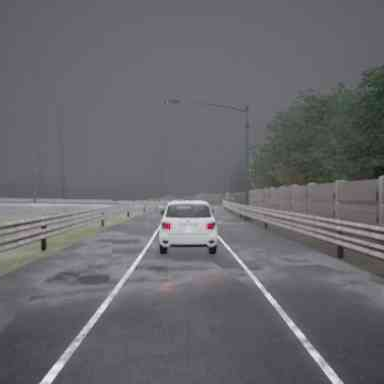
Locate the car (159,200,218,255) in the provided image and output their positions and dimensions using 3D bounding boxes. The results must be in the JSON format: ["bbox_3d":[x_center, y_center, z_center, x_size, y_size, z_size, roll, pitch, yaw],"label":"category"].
[{"bbox_3d":[-0.191,1.357,14.127,2.150,2.045,5.566,0,0,-2],"label":"car"}]

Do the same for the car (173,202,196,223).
[{"bbox_3d":[-0.640,1.764,29.565,1.882,1.535,5.008,0,0,0],"label":"car"}]
